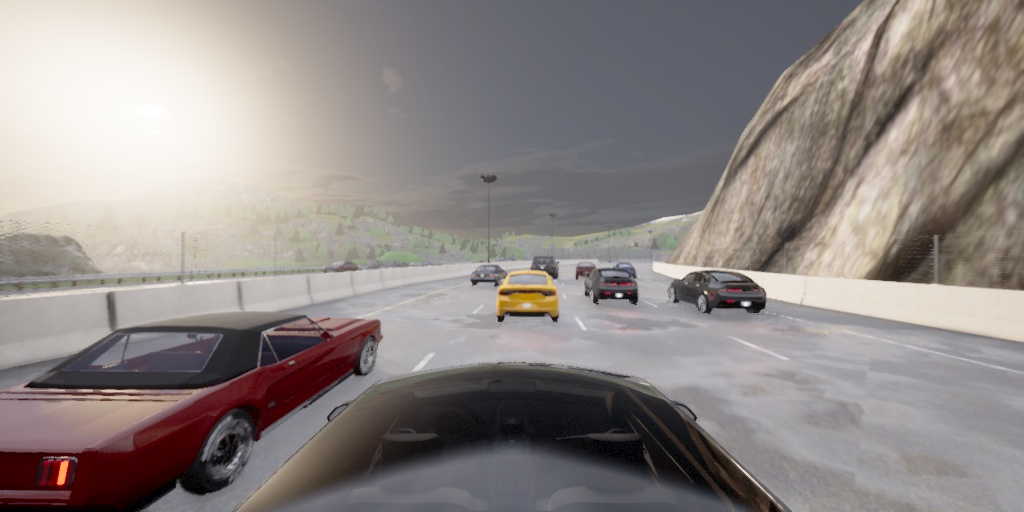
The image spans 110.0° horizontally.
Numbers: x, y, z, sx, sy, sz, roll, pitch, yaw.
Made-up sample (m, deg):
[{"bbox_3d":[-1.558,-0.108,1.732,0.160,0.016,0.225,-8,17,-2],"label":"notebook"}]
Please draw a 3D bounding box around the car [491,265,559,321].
[{"bbox_3d":[0.590,1.243,12.566,1.882,1.535,5.008,0,0,4],"label":"car"}]

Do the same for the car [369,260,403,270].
[{"bbox_3d":[-13.302,1.258,40.168,2.128,1.511,4.902,0,0,13],"label":"car"}]

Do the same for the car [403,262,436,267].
[{"bbox_3d":[-9.806,1.338,39.808,1.994,1.385,4.181,0,0,13],"label":"car"}]

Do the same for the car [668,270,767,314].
[{"bbox_3d":[7.705,1.289,13.947,1.837,1.490,4.892,0,0,4],"label":"car"}]

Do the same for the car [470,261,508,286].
[{"bbox_3d":[-1.548,1.324,25.679,2.033,1.411,5.357,0,0,8],"label":"car"}]

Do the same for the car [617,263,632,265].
[{"bbox_3d":[10.565,1.342,33.805,1.812,1.442,4.674,0,0,12],"label":"car"}]

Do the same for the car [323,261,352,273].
[{"bbox_3d":[-20.010,1.278,42.285,1.812,1.442,4.674,0,0,13],"label":"car"}]

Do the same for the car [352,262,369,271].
[{"bbox_3d":[-16.276,1.254,42.896,2.128,1.511,4.902,0,0,13],"label":"car"}]

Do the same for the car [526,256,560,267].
[{"bbox_3d":[2.870,1.015,30.957,2.150,2.045,5.566,0,0,10],"label":"car"}]

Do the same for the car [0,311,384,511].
[{"bbox_3d":[-3.308,1.346,4.469,1.895,1.301,4.718,0,0,1],"label":"car"}]

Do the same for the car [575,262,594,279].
[{"bbox_3d":[6.982,1.285,33.742,1.882,1.535,5.008,0,0,11],"label":"car"}]

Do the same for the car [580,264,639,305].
[{"bbox_3d":[4.423,1.285,16.467,1.837,1.490,4.892,0,0,5],"label":"car"}]
